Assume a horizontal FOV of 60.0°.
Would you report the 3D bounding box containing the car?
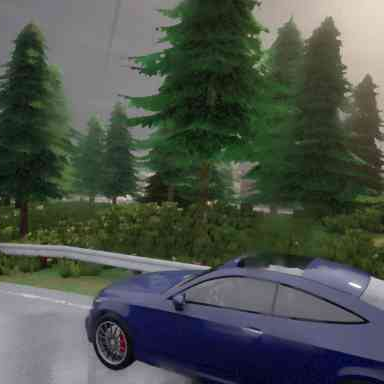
[{"bbox_3d":[0.788,1.499,4.077,4.674,1.442,1.812,1,1,31],"label":"car"}]
